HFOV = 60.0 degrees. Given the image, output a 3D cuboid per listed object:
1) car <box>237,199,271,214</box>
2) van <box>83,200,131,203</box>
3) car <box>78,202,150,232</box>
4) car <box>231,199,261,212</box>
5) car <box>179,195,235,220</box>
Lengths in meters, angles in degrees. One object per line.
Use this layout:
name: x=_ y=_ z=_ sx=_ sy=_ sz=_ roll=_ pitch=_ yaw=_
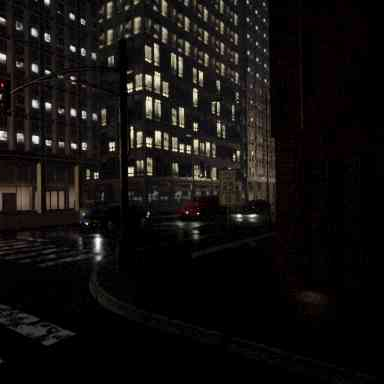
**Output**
car: x=7.209 y=1.584 z=37.512 sx=1.882 sy=1.535 sz=5.008 roll=-1 pitch=-1 yaw=36
van: x=-6.030 y=1.460 z=23.491 sx=1.690 sy=1.788 sz=3.998 roll=-2 pitch=-1 yaw=36
car: x=-4.683 y=1.571 z=20.958 sx=1.837 sy=1.490 sz=4.892 roll=-1 pitch=-1 yaw=33
car: x=6.798 y=1.689 z=41.405 sx=1.752 sy=1.417 sz=4.829 roll=-2 pitch=-1 yaw=36
car: x=1.205 y=1.307 z=29.149 sx=2.150 sy=2.045 sz=5.566 roll=-1 pitch=-1 yaw=36
